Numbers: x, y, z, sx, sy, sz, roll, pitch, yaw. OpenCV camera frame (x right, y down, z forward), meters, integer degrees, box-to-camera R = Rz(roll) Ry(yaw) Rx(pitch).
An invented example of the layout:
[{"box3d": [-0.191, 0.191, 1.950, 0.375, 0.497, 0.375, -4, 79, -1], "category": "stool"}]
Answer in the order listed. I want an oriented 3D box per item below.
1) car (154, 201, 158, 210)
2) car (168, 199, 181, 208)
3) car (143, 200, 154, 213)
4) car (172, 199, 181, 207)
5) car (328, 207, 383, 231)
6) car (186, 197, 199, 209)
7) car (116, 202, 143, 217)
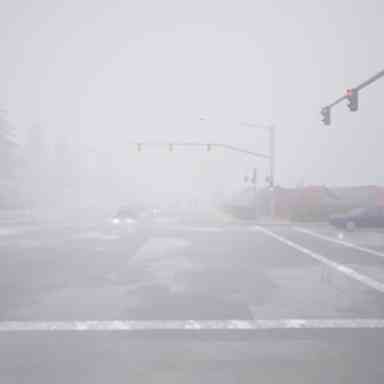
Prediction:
[{"box3d": [-7.077, 2.254, 58.607, 1.882, 1.535, 5.008, 0, -1, 0], "category": "car"}, {"box3d": [-3.423, 2.195, 63.578, 2.097, 1.767, 4.553, 0, -1, 0], "category": "car"}, {"box3d": [-7.098, 2.178, 47.549, 2.033, 1.411, 5.357, 0, -1, 0], "category": "car"}, {"box3d": [-3.525, 2.488, 76.219, 1.882, 1.535, 5.008, 0, -1, 0], "category": "car"}, {"box3d": [11.515, 1.711, 21.679, 5.008, 1.535, 1.882, 0, -1, 0], "category": "car"}, {"box3d": [0.079, 2.043, 62.198, 2.150, 2.045, 5.566, 0, -1, 0], "category": "car"}, {"box3d": [-7.103, 2.094, 37.139, 1.895, 1.301, 4.718, 0, -1, 0], "category": "car"}]
